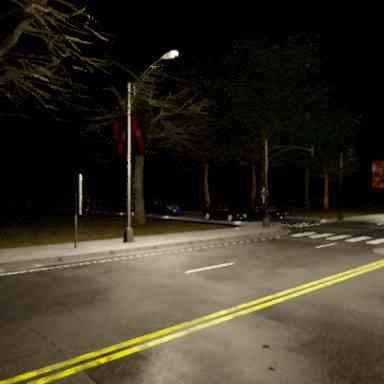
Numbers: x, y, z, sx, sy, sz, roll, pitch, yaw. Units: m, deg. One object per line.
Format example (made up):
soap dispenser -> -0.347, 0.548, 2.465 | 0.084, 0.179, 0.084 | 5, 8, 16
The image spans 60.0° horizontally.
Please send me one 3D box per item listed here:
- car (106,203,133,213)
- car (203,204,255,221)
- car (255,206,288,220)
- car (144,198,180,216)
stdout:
car -> -10.227, 2.229, 46.732 | 1.895, 1.301, 4.718 | 1, -1, -40
car -> 3.064, 1.902, 30.901 | 1.837, 1.490, 4.892 | 1, -1, -41
car -> 6.554, 2.002, 31.427 | 1.895, 1.301, 4.718 | 1, -1, -40
car -> -3.692, 1.734, 38.949 | 2.150, 2.045, 5.566 | 1, -1, -40
